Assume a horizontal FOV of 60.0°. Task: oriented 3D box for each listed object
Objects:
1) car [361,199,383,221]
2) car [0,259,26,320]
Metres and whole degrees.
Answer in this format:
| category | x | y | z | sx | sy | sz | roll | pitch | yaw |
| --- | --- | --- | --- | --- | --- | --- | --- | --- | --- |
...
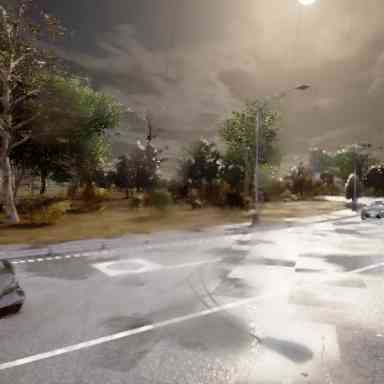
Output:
| category | x | y | z | sx | sy | sz | roll | pitch | yaw |
| --- | --- | --- | --- | --- | --- | --- | --- | --- | --- |
| car | 13.906 | 1.282 | 24.236 | 2.128 | 1.511 | 4.902 | 0 | 1 | 44 |
| car | -5.252 | 1.547 | 4.437 | 5.357 | 1.411 | 2.033 | 0 | 0 | -35 |
